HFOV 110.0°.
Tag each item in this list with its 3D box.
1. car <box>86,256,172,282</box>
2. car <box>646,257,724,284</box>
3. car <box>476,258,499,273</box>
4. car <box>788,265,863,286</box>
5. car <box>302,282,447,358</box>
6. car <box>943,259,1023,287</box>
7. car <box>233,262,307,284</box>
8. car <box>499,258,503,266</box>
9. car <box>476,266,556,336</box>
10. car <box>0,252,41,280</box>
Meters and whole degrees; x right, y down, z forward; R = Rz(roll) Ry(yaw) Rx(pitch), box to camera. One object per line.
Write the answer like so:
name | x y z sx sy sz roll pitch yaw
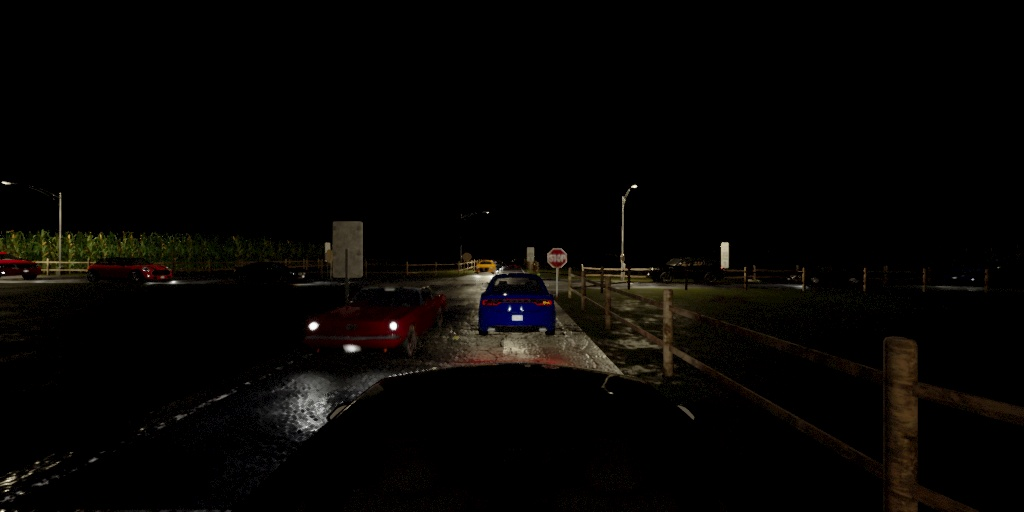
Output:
car | -26.958 0.903 25.390 4.553 1.767 2.097 0 0 1
car | 13.402 1.087 27.888 5.566 2.045 2.150 0 0 1
car | -2.858 1.224 40.092 1.882 1.535 5.008 0 0 2
car | 24.172 1.462 27.747 4.892 1.490 1.837 0 0 1
car | -2.889 1.350 8.629 1.895 1.301 4.718 0 0 -1
car | 36.880 1.288 27.581 5.566 2.045 2.150 -1 0 1
car | -17.026 1.155 25.272 4.674 1.442 1.812 0 0 1
car | -2.736 1.309 50.808 1.994 1.385 4.181 0 0 0
car | 0.120 1.227 10.456 1.882 1.535 5.008 0 0 0
car | -37.296 0.692 25.515 5.566 2.045 2.150 0 0 1
